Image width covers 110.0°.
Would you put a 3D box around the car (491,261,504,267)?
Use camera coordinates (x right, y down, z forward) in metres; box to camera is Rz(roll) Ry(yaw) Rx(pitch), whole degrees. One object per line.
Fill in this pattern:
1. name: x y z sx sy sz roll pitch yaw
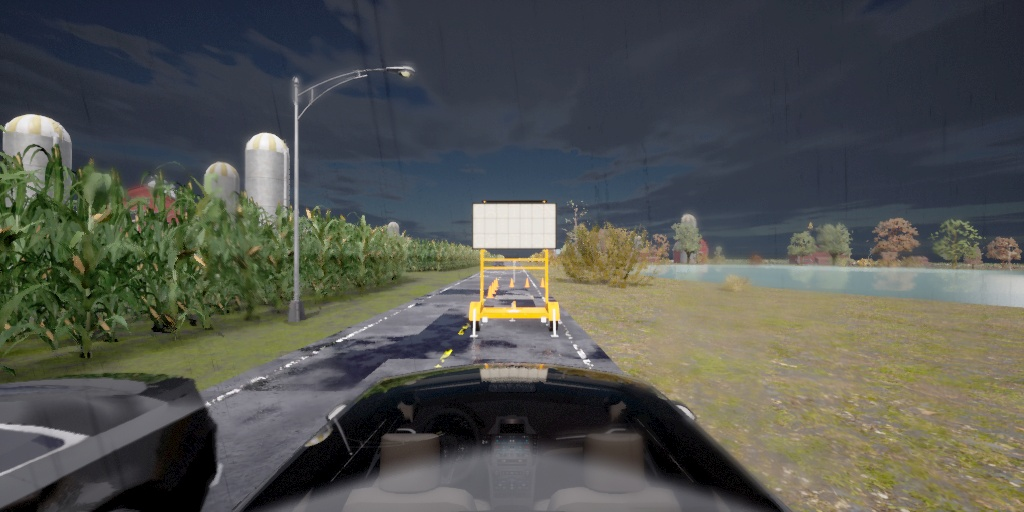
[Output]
1. car: -2.330 1.402 60.021 1.994 1.385 4.181 0 0 0

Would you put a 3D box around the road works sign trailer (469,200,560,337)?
1. road works sign trailer: 0.068 0.217 10.266 2.380 3.560 2.880 0 0 0

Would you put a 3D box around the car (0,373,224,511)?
1. car: -2.855 1.241 0.313 2.128 1.511 4.902 0 0 0
